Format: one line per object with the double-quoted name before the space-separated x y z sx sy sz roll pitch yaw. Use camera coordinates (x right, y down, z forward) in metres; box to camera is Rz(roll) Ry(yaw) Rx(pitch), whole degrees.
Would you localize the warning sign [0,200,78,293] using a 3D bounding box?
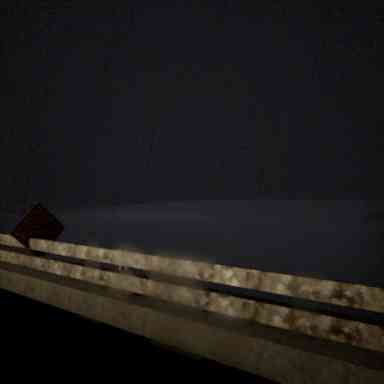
"warning sign" -3.543 1.153 7.692 1.060 1.860 1.300 -2 0 36
